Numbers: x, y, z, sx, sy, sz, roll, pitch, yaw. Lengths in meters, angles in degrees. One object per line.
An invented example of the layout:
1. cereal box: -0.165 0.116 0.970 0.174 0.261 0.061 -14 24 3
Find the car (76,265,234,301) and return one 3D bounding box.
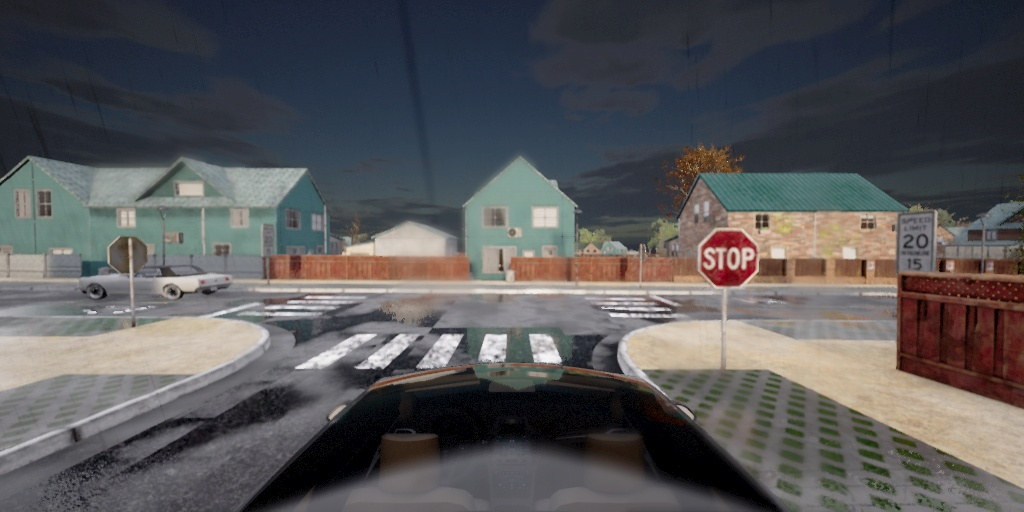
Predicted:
1. car: -14.262 1.020 14.467 4.718 1.301 1.895 0 2 -1
